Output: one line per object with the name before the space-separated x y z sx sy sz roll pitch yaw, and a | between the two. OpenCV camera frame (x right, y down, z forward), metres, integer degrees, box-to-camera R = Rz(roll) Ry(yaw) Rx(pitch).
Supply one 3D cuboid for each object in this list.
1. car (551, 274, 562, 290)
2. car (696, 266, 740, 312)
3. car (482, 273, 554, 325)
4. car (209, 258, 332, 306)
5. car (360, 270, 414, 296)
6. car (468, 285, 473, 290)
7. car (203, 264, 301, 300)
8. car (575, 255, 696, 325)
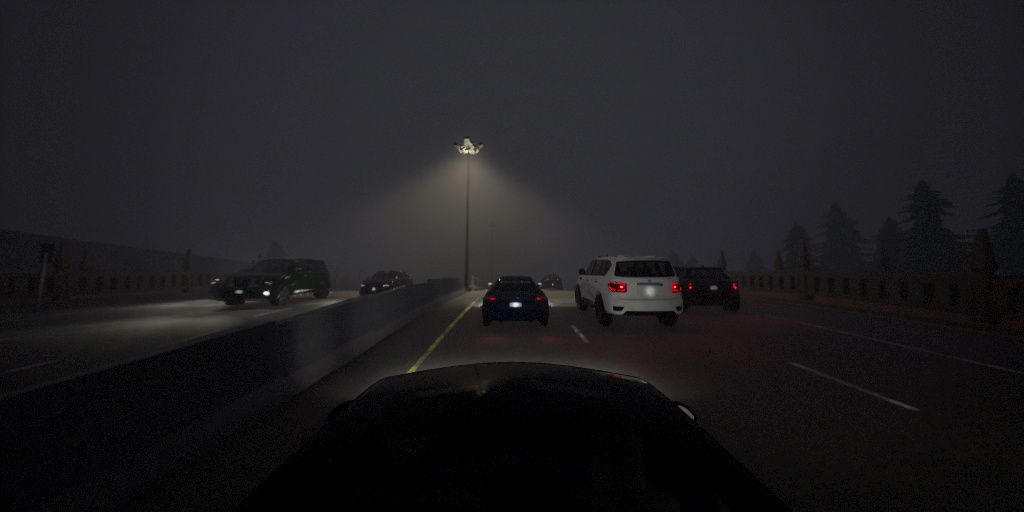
car | 3.608 2.493 34.036 1.837 1.490 4.892 0 -5 0
car | 7.104 1.191 14.743 2.097 1.767 4.553 0 -1 0
car | 0.102 1.354 12.004 1.994 1.385 4.181 0 -1 0
car | -10.596 1.111 16.692 2.150 2.045 5.566 0 -2 0
car | -7.094 1.551 20.808 1.837 1.490 4.892 0 -3 0
car | -7.016 5.576 61.996 1.895 1.301 4.718 0 -6 1
car | -14.094 1.360 19.862 2.097 1.767 4.553 0 -2 0
car | 3.602 1.012 12.037 2.150 2.045 5.566 0 -1 0
